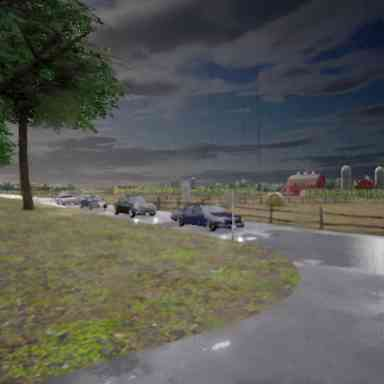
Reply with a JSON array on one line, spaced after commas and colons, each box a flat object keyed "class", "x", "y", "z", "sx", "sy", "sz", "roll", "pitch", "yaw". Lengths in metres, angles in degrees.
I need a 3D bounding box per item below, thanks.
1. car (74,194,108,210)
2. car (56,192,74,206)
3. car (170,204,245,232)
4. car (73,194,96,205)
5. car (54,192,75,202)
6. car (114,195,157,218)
[{"class": "car", "x": -10.637, "y": 1.091, "z": 35.788, "sx": 2.128, "sy": 1.511, "sz": 4.902, "roll": 0, "pitch": 1, "yaw": -36}, {"class": "car", "x": -16.507, "y": 1.065, "z": 43.944, "sx": 1.895, "sy": 1.301, "sz": 4.718, "roll": 0, "pitch": 1, "yaw": -35}, {"class": "car", "x": 0.749, "y": 1.448, "z": 20.050, "sx": 2.033, "sy": 1.411, "sz": 5.357, "roll": 0, "pitch": 1, "yaw": -36}, {"class": "car", "x": -15.338, "y": 0.993, "z": 47.217, "sx": 1.994, "sy": 1.385, "sz": 4.181, "roll": 0, "pitch": 1, "yaw": -35}, {"class": "car", "x": -21.264, "y": 0.795, "z": 55.307, "sx": 2.128, "sy": 1.511, "sz": 4.902, "roll": 0, "pitch": 1, "yaw": -36}, {"class": "car", "x": -4.777, "y": 1.100, "z": 27.683, "sx": 2.097, "sy": 1.767, "sz": 4.553, "roll": 0, "pitch": 1, "yaw": -36}]
